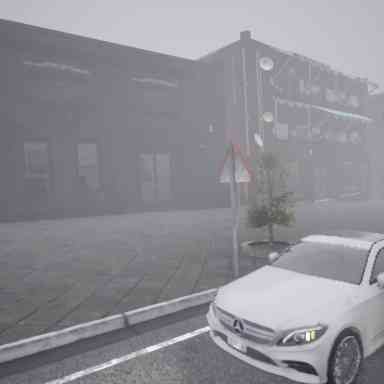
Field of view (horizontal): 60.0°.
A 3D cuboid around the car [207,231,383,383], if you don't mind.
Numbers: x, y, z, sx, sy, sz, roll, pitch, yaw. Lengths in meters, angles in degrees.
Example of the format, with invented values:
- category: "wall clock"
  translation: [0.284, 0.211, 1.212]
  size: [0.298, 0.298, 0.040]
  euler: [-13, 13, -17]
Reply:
- category: "car"
  translation: [2.365, 1.406, 5.237]
  size: [4.674, 1.442, 1.812]
  euler: [-2, 1, -37]
